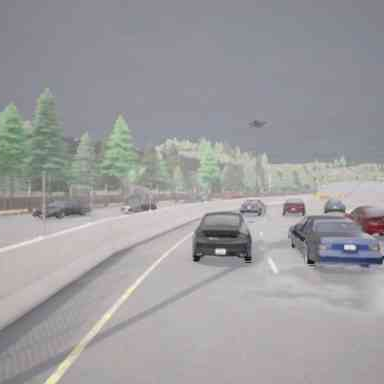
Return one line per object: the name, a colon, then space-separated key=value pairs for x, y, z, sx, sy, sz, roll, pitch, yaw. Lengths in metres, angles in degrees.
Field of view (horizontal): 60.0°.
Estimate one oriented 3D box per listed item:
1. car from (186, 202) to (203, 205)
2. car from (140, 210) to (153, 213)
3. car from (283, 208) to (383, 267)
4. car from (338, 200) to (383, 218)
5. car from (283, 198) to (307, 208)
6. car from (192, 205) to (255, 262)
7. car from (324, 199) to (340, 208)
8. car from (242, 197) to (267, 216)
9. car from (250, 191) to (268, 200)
car: x=0.440 y=1.132 z=36.824 sx=2.097 sy=1.767 sz=4.553 roll=0 pitch=0 yaw=22
car: x=-5.091 y=1.283 z=31.865 sx=2.128 sy=1.511 sz=4.902 roll=0 pitch=0 yaw=18
car: x=4.521 y=1.494 z=11.259 sx=2.033 sy=1.411 sz=5.357 roll=0 pitch=0 yaw=8
car: x=9.070 y=1.407 z=16.721 sx=1.882 sy=1.535 sz=5.008 roll=0 pitch=0 yaw=11
car: x=9.624 y=1.323 z=31.090 sx=1.882 sy=1.535 sz=5.008 roll=0 pitch=0 yaw=20
car: x=1.143 y=1.437 z=11.885 sx=1.837 sy=1.490 sz=4.892 roll=0 pitch=0 yaw=8
car: x=14.380 y=1.411 z=33.490 sx=1.994 sy=1.385 sz=4.181 roll=0 pitch=0 yaw=22
car: x=5.734 y=1.382 z=30.760 sx=2.033 sy=1.411 sz=5.357 roll=0 pitch=0 yaw=20
car: x=13.848 y=0.760 z=68.571 sx=2.097 sy=1.767 sz=4.553 roll=0 pitch=0 yaw=31
